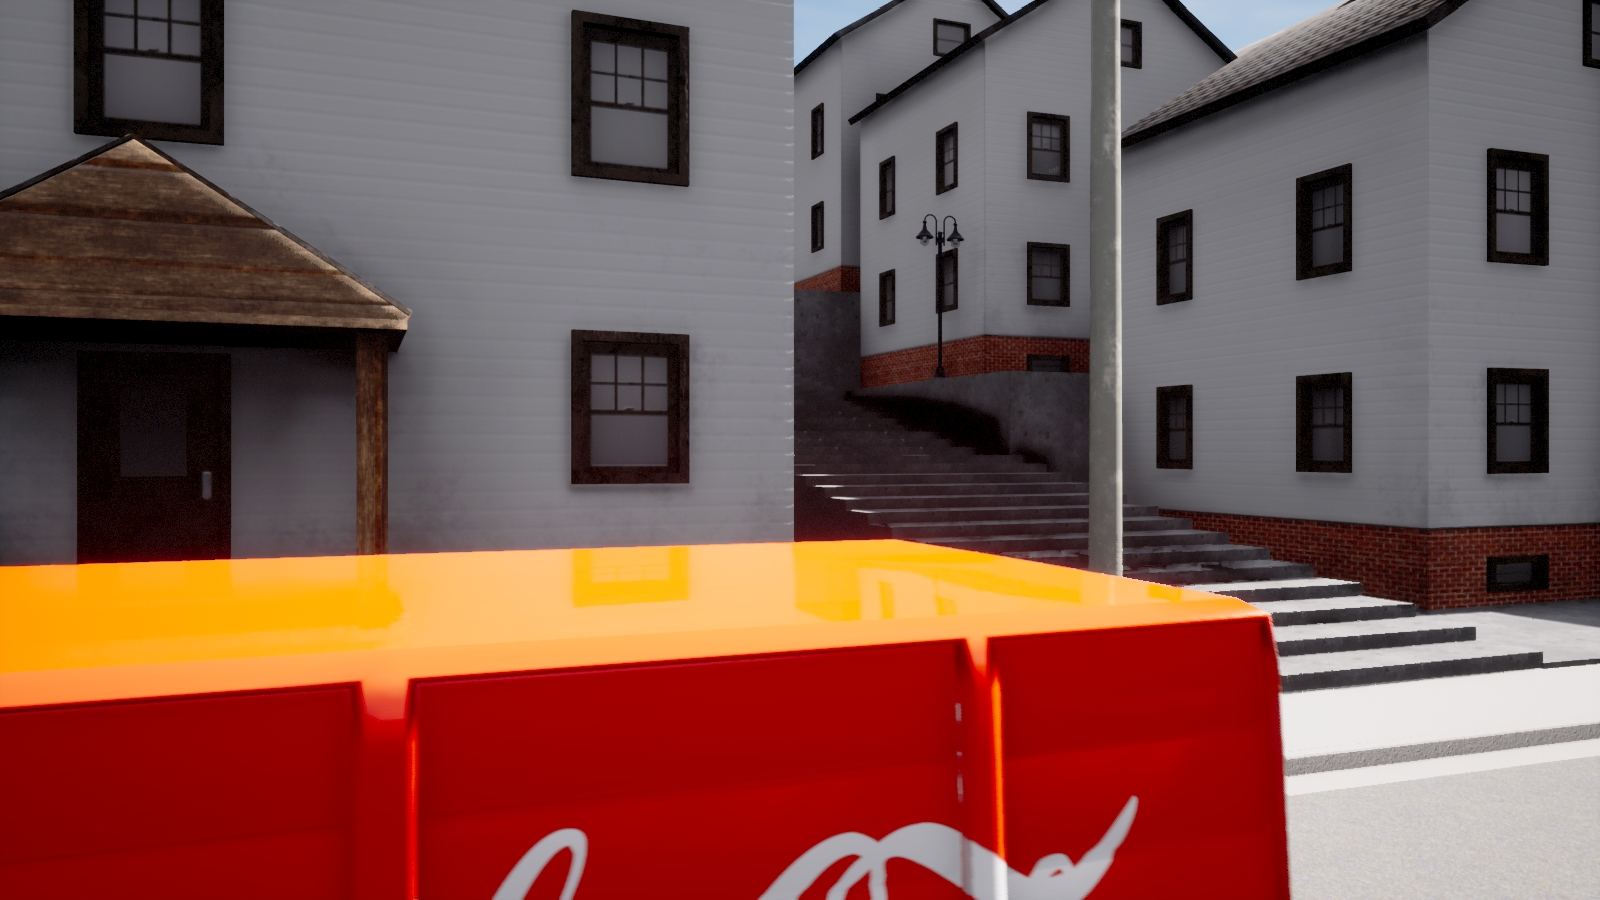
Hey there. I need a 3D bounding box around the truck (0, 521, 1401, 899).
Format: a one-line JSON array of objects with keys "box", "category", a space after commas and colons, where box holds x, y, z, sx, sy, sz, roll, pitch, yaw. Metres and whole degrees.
[{"box": [-1.651, 1.560, 2.697, 5.204, 2.467, 2.627, -1, 0, -20], "category": "truck"}]
